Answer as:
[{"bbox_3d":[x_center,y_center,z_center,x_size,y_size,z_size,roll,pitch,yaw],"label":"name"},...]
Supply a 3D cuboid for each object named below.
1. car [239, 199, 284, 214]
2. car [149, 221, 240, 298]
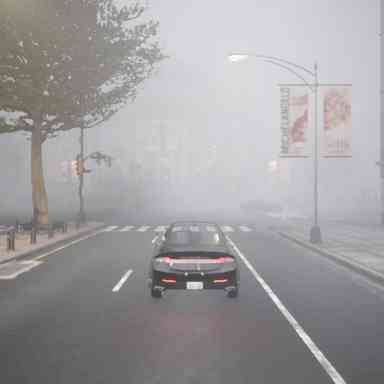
[{"bbox_3d":[7.408,1.525,35.517,4.674,1.442,1.812,0,0,0],"label":"car"},{"bbox_3d":[0.061,1.491,8.489,2.128,1.511,4.902,0,0,0],"label":"car"}]
